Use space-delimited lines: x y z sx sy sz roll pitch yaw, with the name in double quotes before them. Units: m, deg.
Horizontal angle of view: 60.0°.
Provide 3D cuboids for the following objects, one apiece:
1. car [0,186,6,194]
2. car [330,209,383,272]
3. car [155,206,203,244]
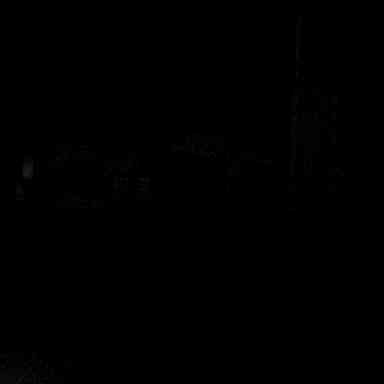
"car" -34.510 -0.426 57.202 4.514 1.523 2.007 3 0 -1
"car" 5.148 1.606 12.081 1.905 1.878 3.866 3 0 -1
"car" -0.567 1.486 16.350 2.242 1.667 4.611 3 0 -1
